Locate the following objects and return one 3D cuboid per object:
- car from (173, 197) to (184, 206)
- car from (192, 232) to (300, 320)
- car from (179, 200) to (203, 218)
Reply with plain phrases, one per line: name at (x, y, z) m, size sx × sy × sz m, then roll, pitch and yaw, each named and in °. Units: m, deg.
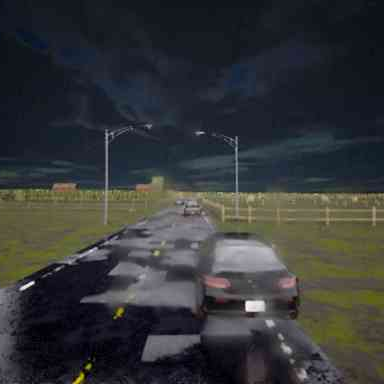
car at (-2.736, 2.000, 71.289) m, size 2.150 × 2.045 × 5.566 m, roll 0°, pitch -1°, yaw 0°
car at (0.969, 1.610, 7.401) m, size 1.812 × 1.442 × 4.674 m, roll 0°, pitch -1°, yaw 0°
car at (0.081, 1.882, 35.241) m, size 2.128 × 1.511 × 4.902 m, roll 0°, pitch -1°, yaw 0°
